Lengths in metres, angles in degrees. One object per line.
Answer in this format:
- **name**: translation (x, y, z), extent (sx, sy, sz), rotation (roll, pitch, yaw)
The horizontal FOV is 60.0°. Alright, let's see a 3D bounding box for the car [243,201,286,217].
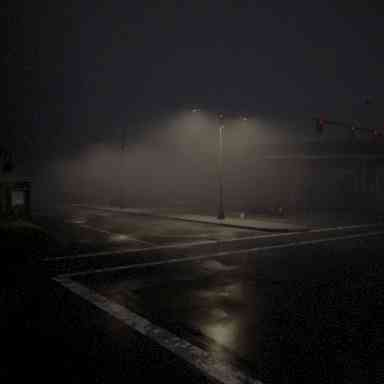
- **car**: translation (6.765, 1.560, 31.472), extent (1.994, 1.385, 4.181), rotation (0, 0, -35)

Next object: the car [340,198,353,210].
- **car**: translation (18.112, 1.449, 42.034), extent (1.970, 1.475, 3.806), rotation (0, 0, -35)

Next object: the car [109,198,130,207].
- **car**: translation (-11.145, 1.560, 50.702), extent (1.994, 1.385, 4.181), rotation (0, 0, -35)

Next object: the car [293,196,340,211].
- **car**: translation (13.850, 1.289, 38.107), extent (2.242, 1.667, 4.611), rotation (0, 0, -35)

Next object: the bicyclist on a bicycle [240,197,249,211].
- **bicyclist on a bicycle**: translation (6.271, 1.426, 39.743), extent (1.656, 1.620, 0.582), rotation (-6, -7, -37)
